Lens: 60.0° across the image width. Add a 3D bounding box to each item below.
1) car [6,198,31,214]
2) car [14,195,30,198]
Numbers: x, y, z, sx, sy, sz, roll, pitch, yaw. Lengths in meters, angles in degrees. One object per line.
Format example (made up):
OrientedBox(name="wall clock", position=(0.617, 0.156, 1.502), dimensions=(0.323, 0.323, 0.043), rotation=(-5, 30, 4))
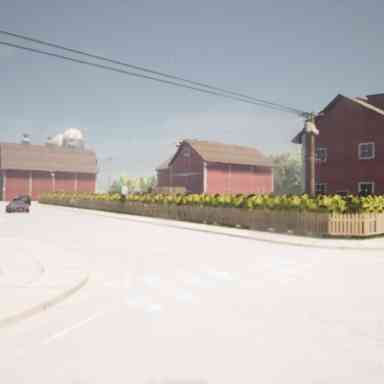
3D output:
OrientedBox(name="car", position=(-19.792, 1.711, 37.805), dimensions=(1.994, 1.385, 4.181), rotation=(1, -1, -35))
OrientedBox(name="car", position=(-28.992, 1.449, 56.846), dimensions=(2.150, 2.045, 5.566), rotation=(1, -1, -36))
